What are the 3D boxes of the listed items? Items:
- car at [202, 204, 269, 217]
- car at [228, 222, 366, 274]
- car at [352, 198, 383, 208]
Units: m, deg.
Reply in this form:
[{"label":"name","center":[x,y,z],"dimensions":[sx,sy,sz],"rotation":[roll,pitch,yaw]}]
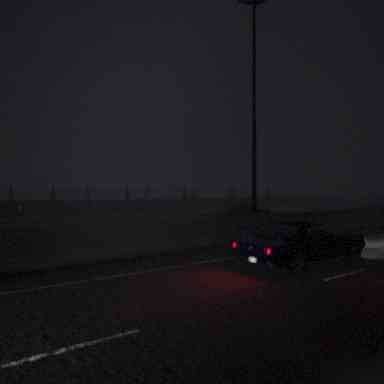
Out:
[{"label":"car","center":[3.193,1.529,23.473],"dimensions":[5.357,1.411,2.033],"rotation":[0,0,-36]},{"label":"car","center":[3.493,1.591,10.537],"dimensions":[4.718,1.301,1.895],"rotation":[0,0,-36]},{"label":"car","center":[22.440,1.501,42.044],"dimensions":[5.357,1.411,2.033],"rotation":[0,0,-37]}]
